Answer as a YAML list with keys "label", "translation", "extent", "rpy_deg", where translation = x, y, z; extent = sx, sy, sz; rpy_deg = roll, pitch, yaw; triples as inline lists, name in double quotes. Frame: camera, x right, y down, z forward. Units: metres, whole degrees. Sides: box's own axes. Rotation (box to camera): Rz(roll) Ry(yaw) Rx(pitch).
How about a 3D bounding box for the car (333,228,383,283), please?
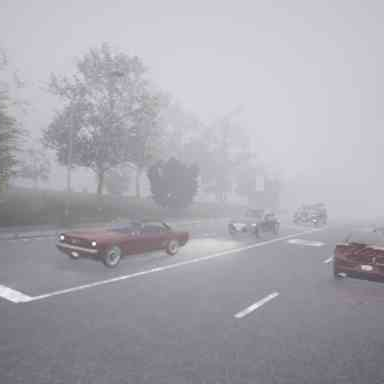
- label: "car"
  translation: [5.874, 1.893, 10.589]
  extent: [1.882, 1.535, 5.008]
  rpy_deg: [3, -1, 34]

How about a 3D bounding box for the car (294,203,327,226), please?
- label: "car"
  translation: [11.763, 2.140, 32.802]
  extent: [2.150, 2.045, 5.566]
  rpy_deg: [3, 1, 33]

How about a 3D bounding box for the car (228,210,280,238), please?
- label: "car"
  translation: [3.950, 1.859, 20.600]
  extent: [2.128, 1.511, 4.902]
  rpy_deg: [3, -1, 33]

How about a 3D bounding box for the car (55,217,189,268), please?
- label: "car"
  translation: [-2.122, 1.561, 11.382]
  extent: [1.895, 1.301, 4.718]
  rpy_deg: [3, 0, 34]
